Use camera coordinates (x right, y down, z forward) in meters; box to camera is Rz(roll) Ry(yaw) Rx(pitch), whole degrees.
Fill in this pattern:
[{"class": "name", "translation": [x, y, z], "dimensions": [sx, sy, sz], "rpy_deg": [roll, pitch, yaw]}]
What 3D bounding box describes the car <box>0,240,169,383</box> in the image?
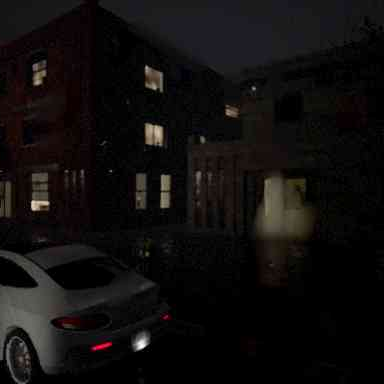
[{"class": "car", "translation": [-2.466, 1.499, 5.197], "dimensions": [4.674, 1.442, 1.812], "rpy_deg": [0, 0, 36]}]
